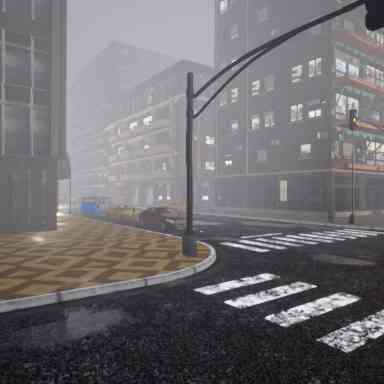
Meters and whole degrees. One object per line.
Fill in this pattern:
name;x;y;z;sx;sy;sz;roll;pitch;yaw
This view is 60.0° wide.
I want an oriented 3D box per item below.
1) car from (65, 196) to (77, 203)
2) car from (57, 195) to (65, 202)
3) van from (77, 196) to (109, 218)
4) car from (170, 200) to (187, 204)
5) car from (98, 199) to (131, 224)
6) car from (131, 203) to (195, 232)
car;-21.454;1.446;61.616;1.752;1.417;4.829;0;0;-36
car;-27.958;1.359;70.681;1.967;1.590;4.097;0;0;-36
van;-8.352;1.265;28.983;1.690;1.788;3.998;0;0;-36
car;-1.644;1.487;34.006;1.752;1.417;4.829;0;0;-36
car;-4.952;1.458;24.242;1.752;1.417;4.829;0;0;-36
car;-1.750;1.525;19.779;1.802;1.307;4.206;0;0;-36
